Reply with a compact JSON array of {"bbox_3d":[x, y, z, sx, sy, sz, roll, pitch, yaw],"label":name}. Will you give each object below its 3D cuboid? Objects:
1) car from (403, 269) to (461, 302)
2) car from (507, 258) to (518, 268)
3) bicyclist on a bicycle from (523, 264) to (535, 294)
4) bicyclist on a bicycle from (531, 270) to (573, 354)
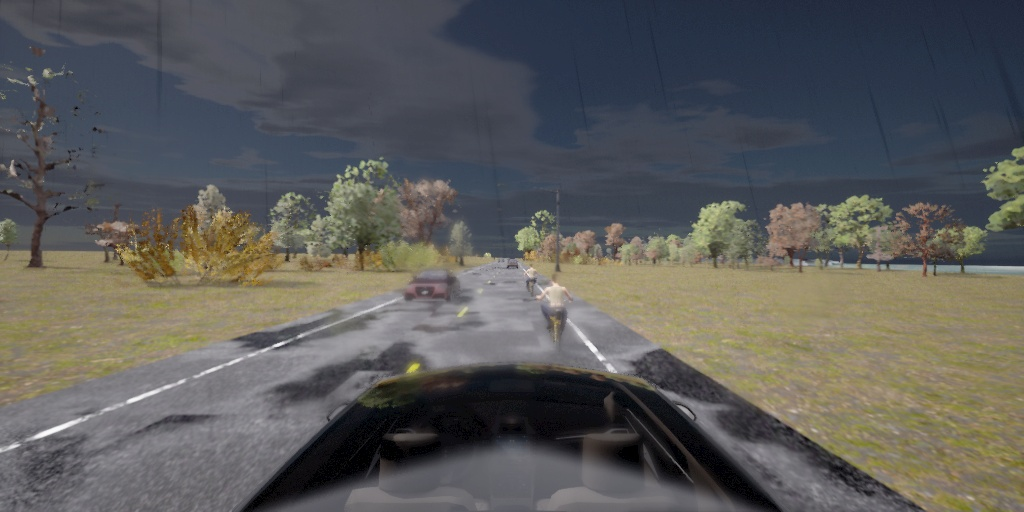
[{"bbox_3d":[-3.598,1.317,16.790,1.994,1.385,4.181,0,0,0],"label":"car"},{"bbox_3d":[0.107,1.306,61.048,2.033,1.411,5.357,0,0,0],"label":"car"},{"bbox_3d":[0.983,1.189,17.961,0.866,1.612,1.509,0,0,0],"label":"bicyclist on a bicycle"},{"bbox_3d":[0.945,1.188,7.798,0.866,1.612,1.509,0,0,0],"label":"bicyclist on a bicycle"}]
